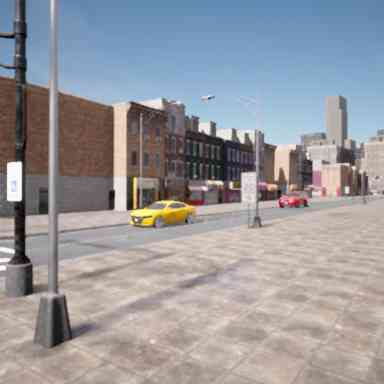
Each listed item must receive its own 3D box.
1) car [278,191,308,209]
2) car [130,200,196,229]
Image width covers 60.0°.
[{"bbox_3d":[12.502,0.943,40.724,2.150,2.045,5.566,0,0,36],"label":"car"},{"bbox_3d":[-1.712,1.313,20.894,1.882,1.535,5.008,0,1,36],"label":"car"}]
